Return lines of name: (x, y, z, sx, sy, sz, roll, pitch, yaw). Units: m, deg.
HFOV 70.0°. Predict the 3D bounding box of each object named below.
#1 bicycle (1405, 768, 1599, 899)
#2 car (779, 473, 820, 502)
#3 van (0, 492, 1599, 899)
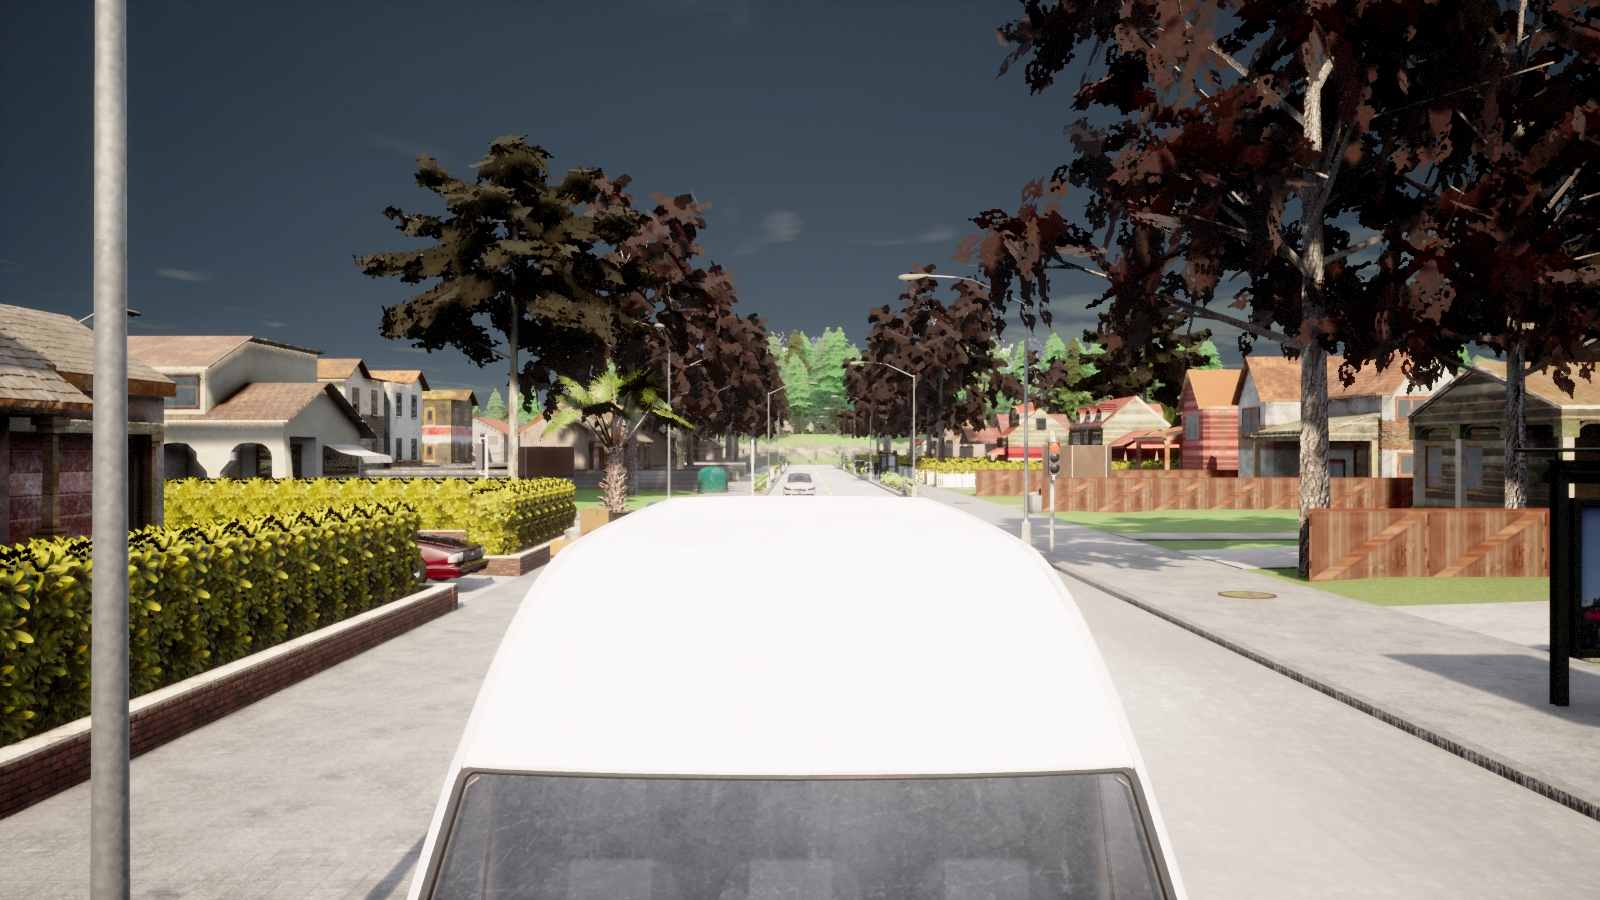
bicycle: (2.687, 2.062, 3.843, 0.329, 1.471, 1.835, 0, 0, 0)
car: (-0.024, 2.087, 64.511, 2.231, 1.480, 4.892, 0, 0, 0)
van: (0.002, 1.537, 4.030, 1.988, 2.561, 5.915, 0, 0, 0)
